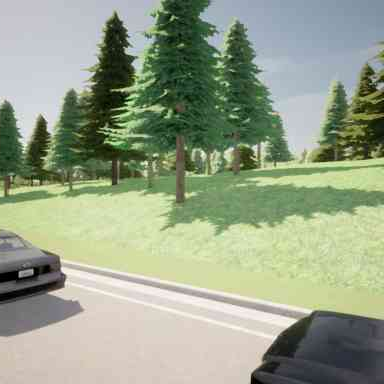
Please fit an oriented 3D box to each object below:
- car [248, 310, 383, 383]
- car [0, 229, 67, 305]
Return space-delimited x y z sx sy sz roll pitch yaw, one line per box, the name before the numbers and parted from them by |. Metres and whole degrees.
car | 2.711 1.601 2.056 4.718 1.301 1.895 0 0 36
car | -5.106 1.547 7.619 5.357 1.411 2.033 0 0 36
